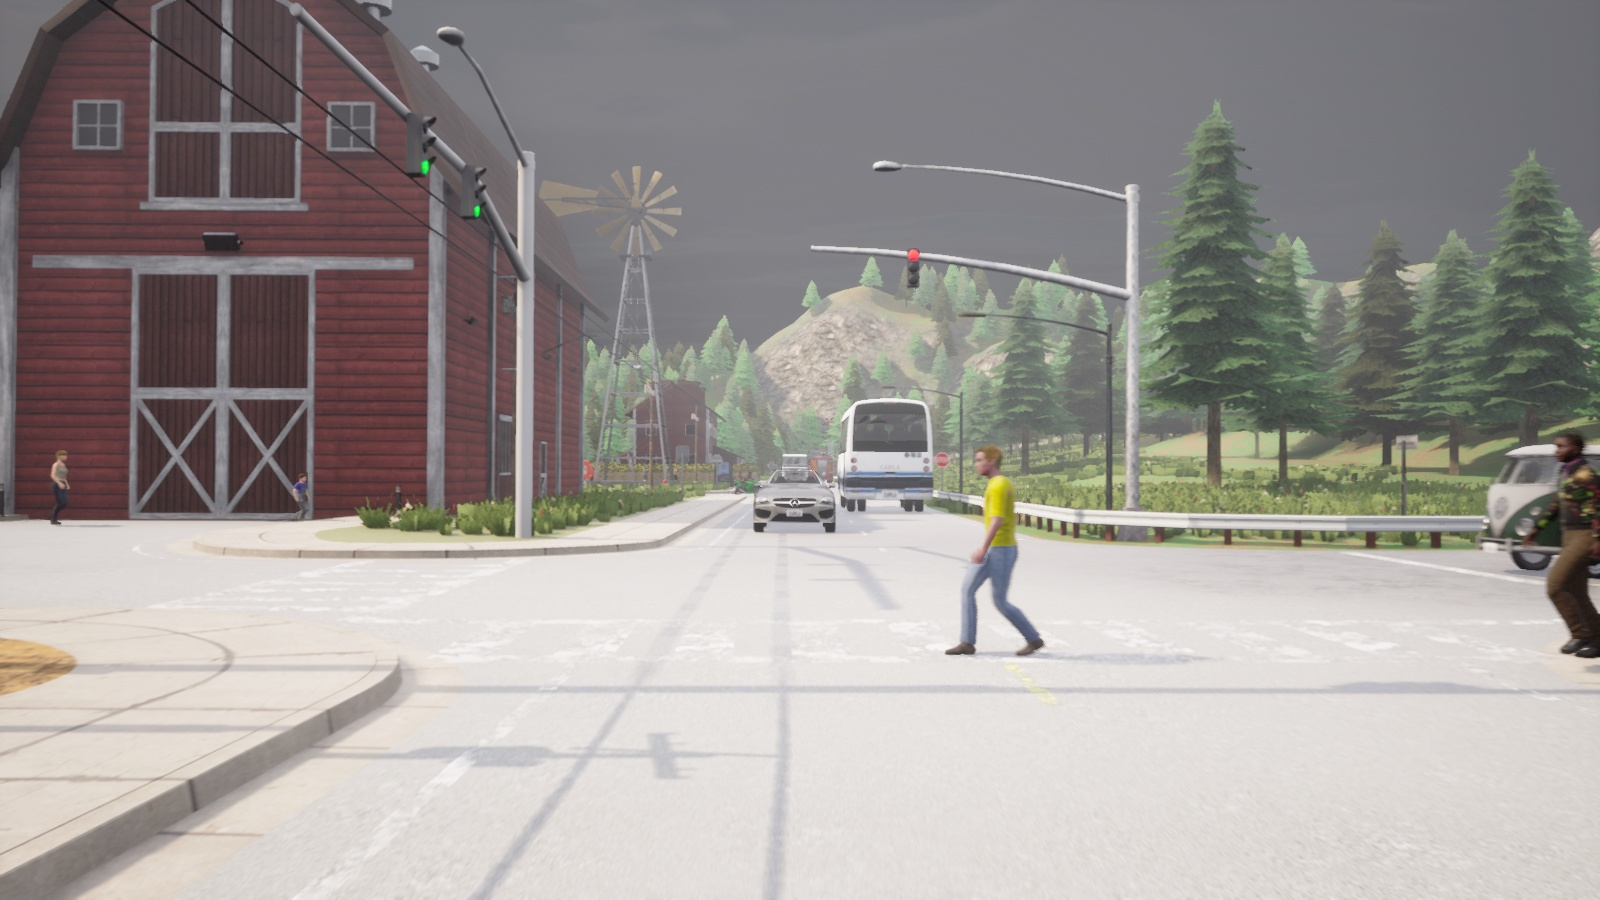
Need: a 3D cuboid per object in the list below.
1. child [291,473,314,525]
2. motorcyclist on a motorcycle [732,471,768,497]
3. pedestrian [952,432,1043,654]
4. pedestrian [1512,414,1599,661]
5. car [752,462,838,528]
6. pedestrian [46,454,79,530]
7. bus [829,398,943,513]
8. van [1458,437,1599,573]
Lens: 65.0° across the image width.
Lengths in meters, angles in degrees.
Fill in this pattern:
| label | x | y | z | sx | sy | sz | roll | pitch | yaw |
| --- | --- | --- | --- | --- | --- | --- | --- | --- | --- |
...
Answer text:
| label | x | y | z | sx | sy | sz | roll | pitch | yaw |
| --- | --- | --- | --- | --- | --- | --- | --- | --- | --- |
| child | -12.188 | 1.193 | 30.750 | 0.437 | 1.263 | 0.270 | 0 | -1 | 14 |
| motorcyclist on a motorcycle | -3.025 | 2.088 | 76.381 | 2.044 | 1.523 | 0.797 | -1 | 1 | 33 |
| pedestrian | 1.654 | 0.770 | 10.577 | 0.706 | 1.836 | 0.354 | 0 | -1 | 1 |
| pedestrian | 6.152 | 0.688 | 10.029 | 0.692 | 1.930 | 0.395 | 0 | -1 | 8 |
| car | -0.130 | 1.162 | 33.924 | 2.152 | 1.651 | 5.027 | 0 | -1 | 0 |
| pedestrian | -17.853 | 1.010 | 30.416 | 0.594 | 1.836 | 0.345 | 0 | -1 | -1 |
| bus | 3.299 | 0.292 | 51.787 | 3.944 | 4.253 | 10.273 | 0 | -1 | 0 |
| van | 12.792 | 0.812 | 19.286 | 4.442 | 1.987 | 1.775 | 0 | -1 | -1 |
